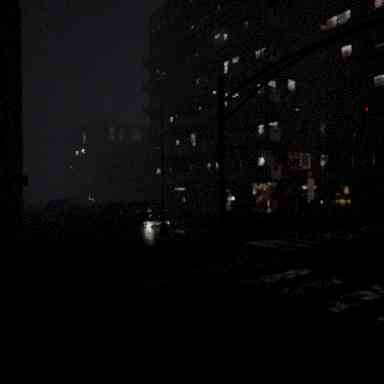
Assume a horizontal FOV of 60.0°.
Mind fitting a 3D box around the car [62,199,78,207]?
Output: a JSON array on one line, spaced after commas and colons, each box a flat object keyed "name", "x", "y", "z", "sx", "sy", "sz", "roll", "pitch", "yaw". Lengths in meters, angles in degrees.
[{"name": "car", "x": -24.972, "y": 2.183, "z": 67.770, "sx": 1.887, "sy": 1.381, "sz": 4.507, "roll": -2, "pitch": 0, "yaw": -36}]

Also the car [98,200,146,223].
[{"name": "car", "x": -5.887, "y": 1.614, "z": 27.525, "sx": 1.967, "sy": 1.590, "sz": 4.097, "roll": -2, "pitch": 0, "yaw": -36}]

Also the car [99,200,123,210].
[{"name": "car", "x": -12.126, "y": 1.914, "z": 49.805, "sx": 1.947, "sy": 1.339, "sz": 4.313, "roll": -2, "pitch": 0, "yaw": -36}]

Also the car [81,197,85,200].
[{"name": "car", "x": -21.767, "y": 1.881, "z": 63.277, "sx": 2.192, "sy": 1.841, "sz": 5.009, "roll": -2, "pitch": 0, "yaw": -36}]

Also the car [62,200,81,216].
[{"name": "car", "x": -12.310, "y": 1.873, "z": 36.514, "sx": 2.008, "sy": 1.369, "sz": 4.403, "roll": -2, "pitch": 0, "yaw": -36}]

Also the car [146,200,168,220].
[{"name": "car", "x": -3.986, "y": 1.488, "z": 29.293, "sx": 2.097, "sy": 1.767, "sz": 4.553, "roll": -1, "pitch": 0, "yaw": -36}]

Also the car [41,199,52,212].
[{"name": "car", "x": -18.740, "y": 1.909, "z": 45.502, "sx": 1.967, "sy": 1.590, "sz": 4.097, "roll": -2, "pitch": 0, "yaw": -36}]

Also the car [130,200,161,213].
[{"name": "car", "x": -5.803, "y": 1.729, "z": 40.960, "sx": 1.752, "sy": 1.417, "sz": 4.829, "roll": -2, "pitch": 0, "yaw": -36}]

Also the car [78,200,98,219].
[{"name": "car", "x": -8.999, "y": 1.771, "z": 31.882, "sx": 1.752, "sy": 1.417, "sz": 4.829, "roll": -2, "pitch": 0, "yaw": -36}]

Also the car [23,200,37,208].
[{"name": "car", "x": -31.594, "y": 2.199, "z": 63.480, "sx": 1.967, "sy": 1.590, "sz": 4.097, "roll": -2, "pitch": 0, "yaw": -36}]

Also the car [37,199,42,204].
[{"name": "car", "x": -37.816, "y": 2.493, "z": 85.736, "sx": 1.947, "sy": 1.339, "sz": 4.313, "roll": -2, "pitch": 0, "yaw": -36}]

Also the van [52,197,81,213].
[{"name": "van", "x": -15.530, "y": 1.737, "z": 41.008, "sx": 1.690, "sy": 1.788, "sz": 3.998, "roll": -2, "pitch": 0, "yaw": -36}]
